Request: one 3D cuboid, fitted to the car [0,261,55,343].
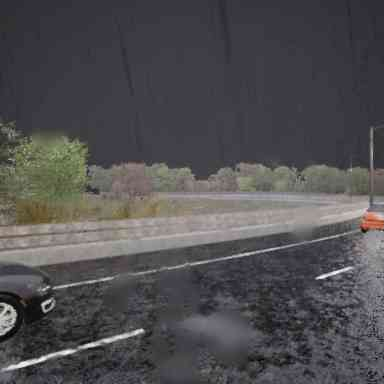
[{"bbox_3d":[-4.650,1.546,4.884,4.892,1.490,1.837,0,0,-35],"label":"car"}]

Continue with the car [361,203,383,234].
[{"bbox_3d":[11.231,1.387,18.700,2.097,1.767,4.553,-1,0,44],"label":"car"}]
